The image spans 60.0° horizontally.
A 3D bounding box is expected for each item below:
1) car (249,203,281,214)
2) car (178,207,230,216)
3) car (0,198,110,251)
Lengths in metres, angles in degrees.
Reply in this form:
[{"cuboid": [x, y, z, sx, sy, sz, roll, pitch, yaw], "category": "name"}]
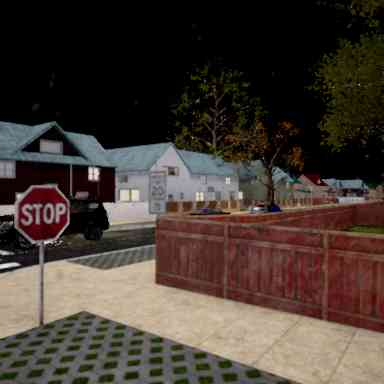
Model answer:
[{"cuboid": [7.540, 1.843, 33.852, 1.812, 1.442, 4.674, 0, -1, 37], "category": "car"}, {"cuboid": [0.961, 1.815, 25.127, 1.895, 1.301, 4.718, 0, -1, 37], "category": "car"}, {"cuboid": [-6.366, 1.314, 15.219, 2.150, 2.045, 5.566, 0, 0, 35], "category": "car"}]
